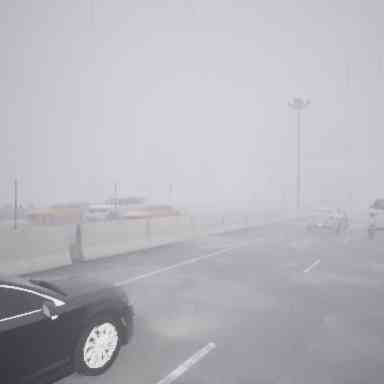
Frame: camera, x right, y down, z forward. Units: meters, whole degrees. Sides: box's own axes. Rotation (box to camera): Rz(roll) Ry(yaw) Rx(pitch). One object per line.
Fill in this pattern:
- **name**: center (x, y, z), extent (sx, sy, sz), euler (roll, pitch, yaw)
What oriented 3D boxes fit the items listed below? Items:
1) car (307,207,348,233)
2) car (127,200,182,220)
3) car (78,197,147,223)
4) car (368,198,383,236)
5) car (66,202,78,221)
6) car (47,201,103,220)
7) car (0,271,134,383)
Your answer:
- **car**: center (8.511, 1.658, 20.816), extent (1.812, 1.442, 4.674), euler (0, -1, 33)
- **car**: center (-2.664, 1.559, 23.197), extent (1.882, 1.535, 5.008), euler (0, -1, 33)
- **car**: center (-5.477, 1.304, 25.298), extent (2.150, 2.045, 5.566), euler (0, -1, 33)
- **car**: center (11.185, 1.349, 18.501), extent (2.150, 2.045, 5.566), euler (0, -1, 33)
- **car**: center (-9.862, 1.533, 24.934), extent (1.882, 1.535, 5.008), euler (0, -1, 33)
- **car**: center (-10.566, 1.622, 30.331), extent (1.812, 1.442, 4.674), euler (0, -1, 33)
- **car**: center (-2.662, 1.503, 3.325), extent (1.837, 1.490, 4.892), euler (0, 0, 33)
